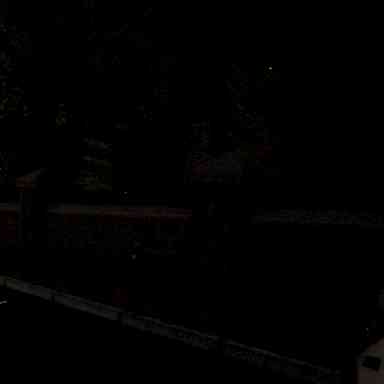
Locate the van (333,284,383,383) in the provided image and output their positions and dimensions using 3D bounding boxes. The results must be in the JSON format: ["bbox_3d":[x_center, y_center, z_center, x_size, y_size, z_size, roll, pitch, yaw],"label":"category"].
[{"bbox_3d":[2.463,1.330,0.961,3.998,1.788,1.690,0,0,36],"label":"van"}]
